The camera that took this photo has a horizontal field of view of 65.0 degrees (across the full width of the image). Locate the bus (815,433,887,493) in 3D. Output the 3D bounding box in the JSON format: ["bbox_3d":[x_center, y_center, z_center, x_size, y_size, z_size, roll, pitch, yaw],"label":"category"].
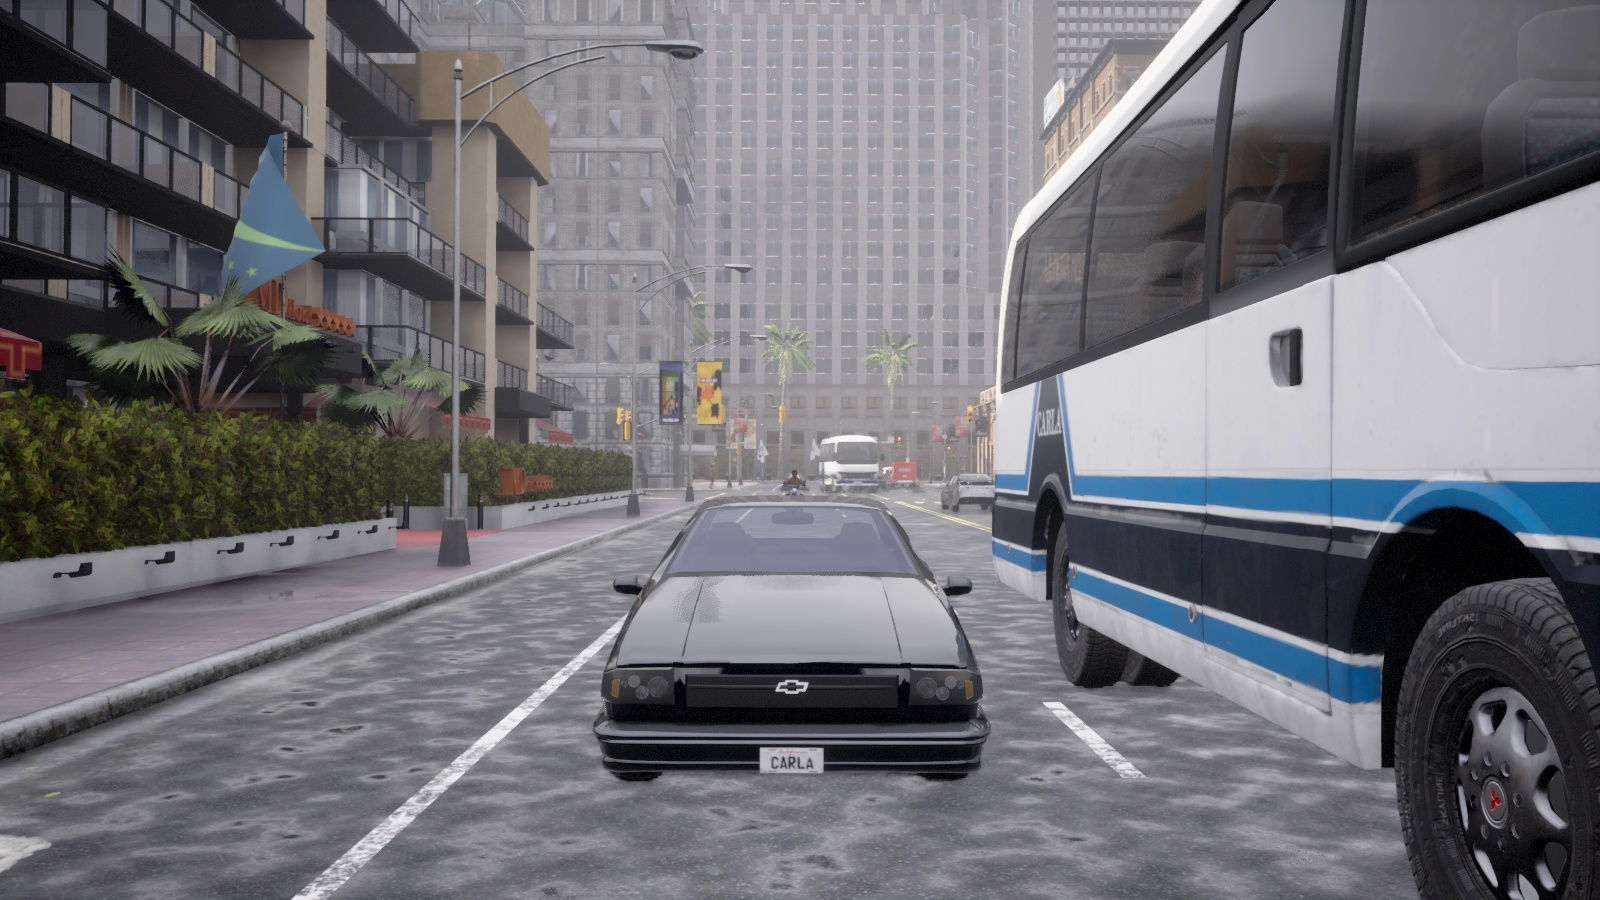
[{"bbox_3d":[3.708,1.012,94.836,3.944,4.253,10.273,0,-1,-6],"label":"bus"}]

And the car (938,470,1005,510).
[{"bbox_3d":[6.795,1.575,50.199,2.007,1.525,4.514,0,-1,0],"label":"car"}]

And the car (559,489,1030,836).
[{"bbox_3d":[-0.035,0.998,8.108,2.033,1.411,5.357,0,-1,0],"label":"car"}]

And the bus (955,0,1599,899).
[{"bbox_3d":[3.466,-0.465,6.625,3.944,4.253,10.273,0,-1,0],"label":"bus"}]
